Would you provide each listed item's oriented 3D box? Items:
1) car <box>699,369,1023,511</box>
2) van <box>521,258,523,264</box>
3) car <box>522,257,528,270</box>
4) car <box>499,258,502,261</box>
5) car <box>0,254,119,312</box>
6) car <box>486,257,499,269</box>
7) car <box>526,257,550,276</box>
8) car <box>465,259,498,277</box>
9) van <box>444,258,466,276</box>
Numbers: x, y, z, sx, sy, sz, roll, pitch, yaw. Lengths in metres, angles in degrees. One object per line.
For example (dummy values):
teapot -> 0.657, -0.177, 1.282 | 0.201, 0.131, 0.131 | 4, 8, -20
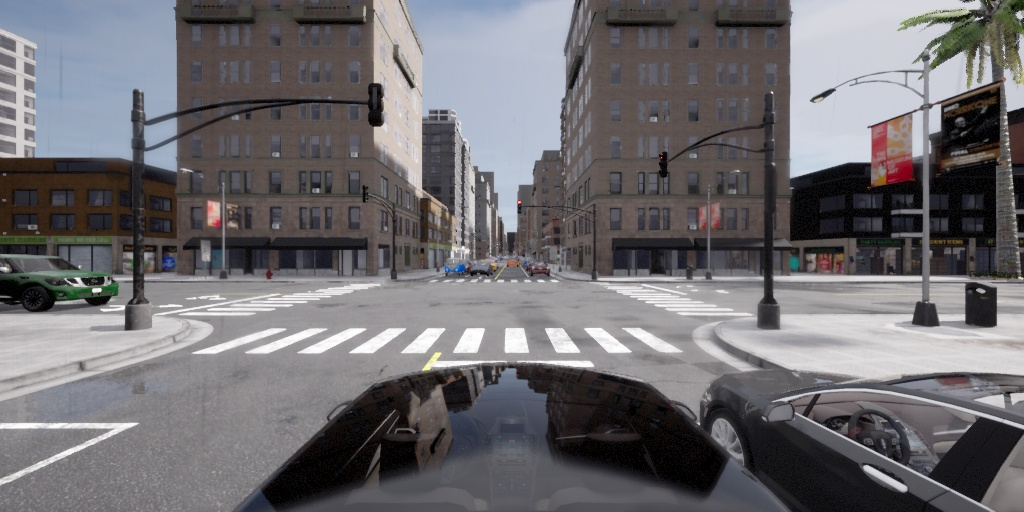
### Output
car -> 2.668, 1.300, 1.778 | 2.007, 1.370, 4.403 | 0, 0, 0
van -> 2.796, 1.093, 59.105 | 1.690, 1.789, 3.998 | 0, 0, 0
car -> 2.769, 1.193, 47.766 | 1.967, 1.591, 4.097 | 0, 0, 0
car -> -2.971, 1.354, 56.256 | 1.895, 1.301, 4.718 | 0, 0, 0
car -> -18.522, 0.949, 13.593 | 5.566, 2.045, 2.150 | 0, 0, 0
car -> -3.003, 1.231, 46.337 | 1.882, 1.535, 5.008 | 0, 0, 0
car -> 2.742, 1.192, 36.428 | 1.967, 1.591, 4.097 | 0, 0, 0
car -> -2.999, 1.299, 36.636 | 2.033, 1.411, 5.357 | 0, 0, 4
van -> -5.784, 1.093, 36.446 | 1.690, 1.789, 3.998 | 0, 0, 0
